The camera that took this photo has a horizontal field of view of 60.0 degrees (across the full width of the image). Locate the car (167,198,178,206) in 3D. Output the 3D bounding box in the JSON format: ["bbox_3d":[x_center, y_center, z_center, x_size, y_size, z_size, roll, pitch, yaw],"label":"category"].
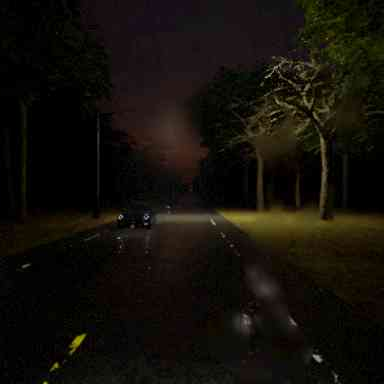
[{"bbox_3d":[-3.602,1.921,62.747,1.837,1.490,4.892,0,0,0],"label":"car"}]

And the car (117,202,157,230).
[{"bbox_3d":[-3.624,1.532,22.487,2.097,1.767,4.553,0,0,0],"label":"car"}]
